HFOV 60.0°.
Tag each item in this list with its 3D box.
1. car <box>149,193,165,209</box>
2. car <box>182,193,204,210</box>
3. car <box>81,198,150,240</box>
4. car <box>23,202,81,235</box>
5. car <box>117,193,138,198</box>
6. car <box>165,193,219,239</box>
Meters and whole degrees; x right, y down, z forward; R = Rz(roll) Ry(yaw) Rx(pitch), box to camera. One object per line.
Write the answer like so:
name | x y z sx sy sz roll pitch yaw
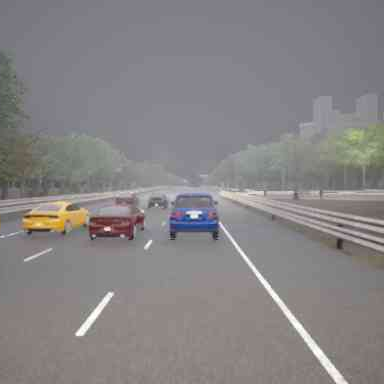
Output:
car | -3.407 0.923 34.305 1.837 1.490 4.892 0 1 0
car | 0.090 0.912 34.199 2.128 1.511 4.902 0 1 0
car | -3.404 1.291 15.863 1.882 1.535 5.008 0 1 0
car | -6.904 1.258 17.432 1.882 1.535 5.008 0 1 0
car | -6.906 0.864 35.791 1.882 1.535 5.008 0 1 0
car | 0.109 1.027 16.216 2.150 2.045 5.566 0 1 0
